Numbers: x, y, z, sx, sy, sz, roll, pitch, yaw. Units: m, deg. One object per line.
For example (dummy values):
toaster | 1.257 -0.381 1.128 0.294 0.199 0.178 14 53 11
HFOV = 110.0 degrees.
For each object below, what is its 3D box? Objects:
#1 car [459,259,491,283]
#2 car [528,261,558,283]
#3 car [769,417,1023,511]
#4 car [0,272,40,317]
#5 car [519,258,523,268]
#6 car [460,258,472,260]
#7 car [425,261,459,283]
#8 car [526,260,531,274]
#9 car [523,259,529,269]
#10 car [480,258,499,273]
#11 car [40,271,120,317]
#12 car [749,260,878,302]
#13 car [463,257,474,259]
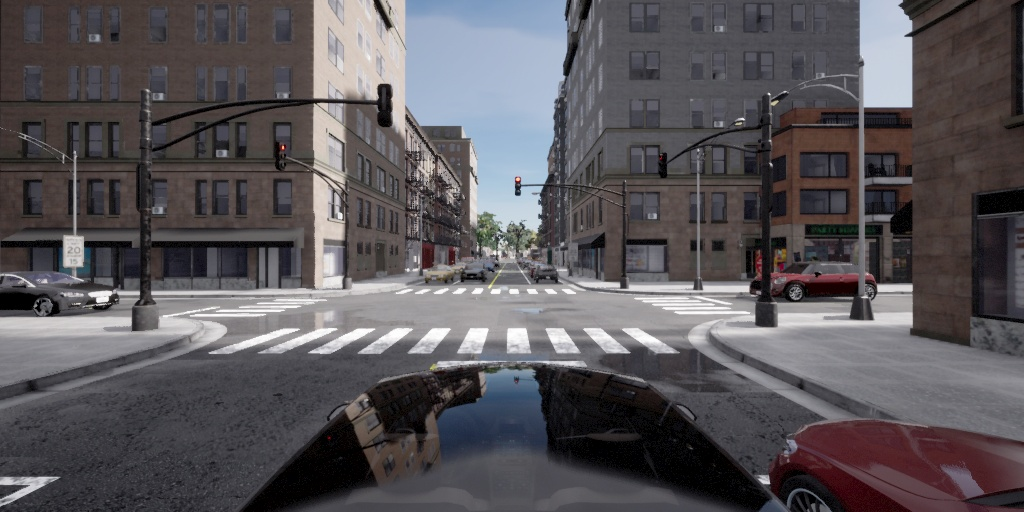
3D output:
car | -2.924 1.255 28.435 1.837 1.490 4.892 0 0 0
car | 2.563 1.301 27.775 2.007 1.370 4.403 0 0 0
car | 2.641 1.332 0.767 1.802 1.307 4.207 0 0 0
car | -5.398 1.064 0.745 2.192 1.841 5.009 0 0 0
car | 2.484 1.304 55.184 2.007 1.370 4.403 0 0 0
car | -5.517 1.277 38.545 1.751 1.417 4.829 0 0 0
car | -5.490 1.276 27.582 1.751 1.417 4.829 0 0 0
car | 2.547 1.296 33.257 1.888 1.381 4.507 0 0 0
car | 2.532 1.302 38.739 2.007 1.370 4.403 0 0 0
car | -2.968 1.300 42.938 2.033 1.411 5.357 0 0 0
car | -17.101 1.309 12.882 4.902 1.511 2.128 0 0 1
car | 13.218 1.036 15.958 4.553 1.767 2.097 0 0 0
car | -5.531 1.067 44.198 2.192 1.841 5.009 0 0 0
